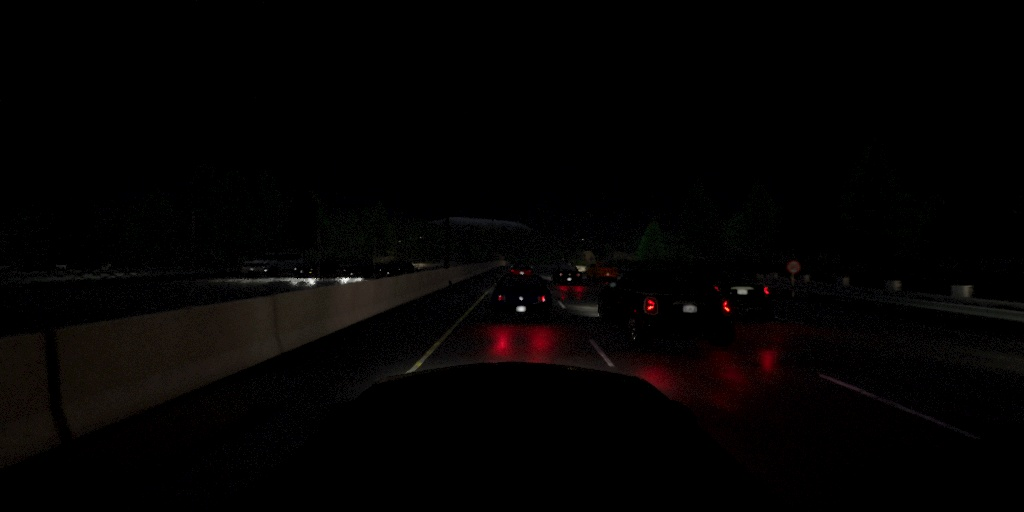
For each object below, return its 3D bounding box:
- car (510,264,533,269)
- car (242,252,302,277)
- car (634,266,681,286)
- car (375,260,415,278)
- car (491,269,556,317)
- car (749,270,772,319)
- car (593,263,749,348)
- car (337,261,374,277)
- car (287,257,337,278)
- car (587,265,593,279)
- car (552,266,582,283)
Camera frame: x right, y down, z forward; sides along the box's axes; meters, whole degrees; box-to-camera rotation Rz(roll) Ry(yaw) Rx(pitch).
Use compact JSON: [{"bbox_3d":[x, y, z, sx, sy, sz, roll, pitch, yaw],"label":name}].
[{"bbox_3d":[0.812,1.334,30.724,1.994,1.385,4.181,1,0,2],"label":"car"},{"bbox_3d":[-20.316,0.710,30.921,2.150,2.045,5.566,1,0,2],"label":"car"},{"bbox_3d":[11.245,1.503,28.136,1.895,1.301,4.718,1,0,2],"label":"car"},{"bbox_3d":[-9.811,1.135,31.025,1.837,1.490,4.892,1,-1,2],"label":"car"},{"bbox_3d":[0.345,1.320,13.103,1.895,1.301,4.718,1,0,2],"label":"car"},{"bbox_3d":[7.360,1.166,13.481,2.097,1.767,4.553,1,0,2],"label":"car"},{"bbox_3d":[3.757,1.118,9.578,2.097,1.767,4.553,1,0,2],"label":"car"},{"bbox_3d":[-13.254,1.135,32.551,2.033,1.411,5.357,1,0,2],"label":"car"},{"bbox_3d":[-16.809,1.042,31.203,1.837,1.490,4.892,1,-1,2],"label":"car"},{"bbox_3d":[7.835,1.345,31.513,1.882,1.535,5.008,1,0,2],"label":"car"},{"bbox_3d":[4.248,1.409,28.334,1.895,1.301,4.718,1,0,2],"label":"car"}]
